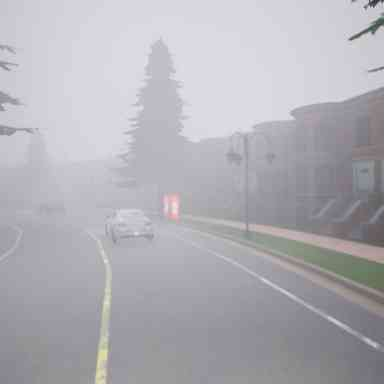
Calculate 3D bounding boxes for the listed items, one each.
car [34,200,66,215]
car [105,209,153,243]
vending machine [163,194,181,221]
[{"bbox_3d":[-14.927,1.588,34.765,2.128,1.511,4.902,0,0,-44],"label":"car"},{"bbox_3d":[-3.142,1.541,16.315,1.812,1.442,4.674,0,0,-19],"label":"car"},{"bbox_3d":[-1.570,1.192,26.110,1.100,2.100,0.880,0,0,-29],"label":"vending machine"}]
